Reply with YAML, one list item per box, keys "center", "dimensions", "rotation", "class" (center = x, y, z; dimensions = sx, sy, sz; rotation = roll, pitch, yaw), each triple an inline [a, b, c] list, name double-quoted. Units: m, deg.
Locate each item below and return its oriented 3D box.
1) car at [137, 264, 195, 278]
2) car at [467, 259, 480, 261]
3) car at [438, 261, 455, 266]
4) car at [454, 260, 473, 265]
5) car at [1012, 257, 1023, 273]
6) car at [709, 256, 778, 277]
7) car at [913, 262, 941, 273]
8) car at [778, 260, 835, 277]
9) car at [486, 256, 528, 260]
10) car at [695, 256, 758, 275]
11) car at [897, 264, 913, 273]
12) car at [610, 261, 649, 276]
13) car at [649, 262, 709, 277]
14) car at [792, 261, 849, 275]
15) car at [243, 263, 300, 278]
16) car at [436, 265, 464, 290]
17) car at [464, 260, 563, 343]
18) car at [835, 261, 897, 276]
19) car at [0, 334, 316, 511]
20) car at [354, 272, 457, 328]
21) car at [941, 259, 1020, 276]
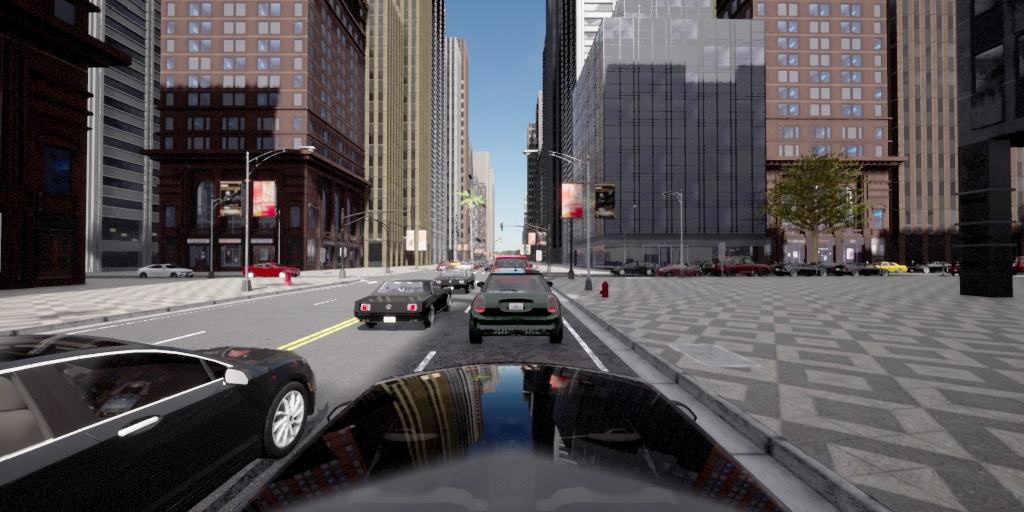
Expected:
- center: [-33.548, 1.502, 34.785]
  dimensions: [4.674, 1.442, 1.812]
  rotation: [0, -1, 0]
  class: "car"
- center: [-6.694, 1.633, 60.953]
  dimensions: [1.895, 1.301, 4.718]
  rotation: [0, 0, 0]
  class: "car"
- center: [-9.942, 1.503, 53.044]
  dimensions: [1.812, 1.442, 4.674]
  rotation: [0, 0, -3]
  class: "car"
- center: [-6.696, 1.570, 51.789]
  dimensions: [1.895, 1.301, 4.718]
  rotation: [0, 0, 0]
  class: "car"
- center: [49.081, 0.972, 33.436]
  dimensions: [5.009, 1.841, 2.192]
  rotation: [0, 0, -1]
  class: "car"
- center: [20.893, 1.040, 32.943]
  dimensions: [5.009, 1.841, 2.192]
  rotation: [0, 0, -1]
  class: "car"
- center: [48.939, 1.324, 41.960]
  dimensions: [4.313, 1.339, 1.948]
  rotation: [0, 0, -1]
  class: "car"
- center: [26.530, 1.275, 33.041]
  dimensions: [4.313, 1.339, 1.948]
  rotation: [0, 0, -1]
  class: "car"
- center: [-0.036, 1.003, 19.346]
  dimensions: [2.150, 2.045, 5.566]
  rotation: [0, 0, 0]
  class: "car"
- center: [23.071, 1.009, 38.766]
  dimensions: [5.566, 2.045, 2.150]
  rotation: [0, -1, -2]
  class: "car"
- center: [43.129, 1.294, 41.858]
  dimensions: [4.829, 1.417, 1.751]
  rotation: [0, 0, -1]
  class: "car"
- center: [13.031, 1.325, 38.581]
  dimensions: [4.892, 1.490, 1.837]
  rotation: [0, -1, -1]
  class: "car"
- center: [15.255, 1.327, 32.844]
  dimensions: [4.207, 1.307, 1.802]
  rotation: [0, 0, -1]
  class: "car"
- center: [33.428, 1.284, 38.932]
  dimensions: [4.674, 1.442, 1.812]
  rotation: [0, -1, -1]
  class: "car"
- center: [-23.274, 1.407, 34.798]
  dimensions: [5.008, 1.535, 1.882]
  rotation: [0, -1, 1]
  class: "car"
- center: [-3.189, 1.388, 20.801]
  dimensions: [1.895, 1.301, 4.718]
  rotation: [0, 0, 0]
  class: "car"
- center: [0.081, 1.108, 9.826]
  dimensions: [2.097, 1.767, 4.553]
  rotation: [0, 0, 0]
  class: "car"
- center: [32.167, 1.259, 33.140]
  dimensions: [4.313, 1.339, 1.948]
  rotation: [0, 0, -1]
  class: "car"
- center: [-3.151, 1.255, 2.153]
  dimensions: [1.837, 1.490, 4.892]
  rotation: [0, 0, 0]
  class: "car"
- center: [-3.167, 1.361, 11.499]
  dimensions: [1.895, 1.301, 4.718]
  rotation: [0, 0, 0]
  class: "car"
- center: [43.442, 1.213, 33.338]
  dimensions: [4.507, 1.381, 1.888]
  rotation: [0, 0, -1]
  class: "car"
